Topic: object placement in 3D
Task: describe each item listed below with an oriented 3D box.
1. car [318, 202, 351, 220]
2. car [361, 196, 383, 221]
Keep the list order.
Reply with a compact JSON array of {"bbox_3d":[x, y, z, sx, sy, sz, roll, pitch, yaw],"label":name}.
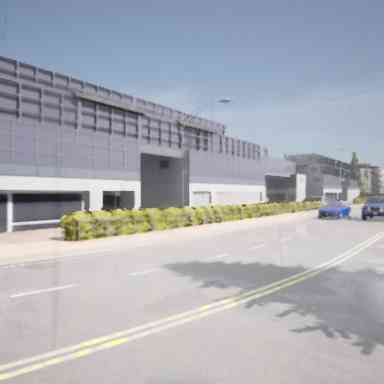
[{"bbox_3d":[12.932,1.636,30.026,1.882,1.535,5.008,-1,-1,38],"label":"car"},{"bbox_3d":[16.122,1.337,28.420,2.150,2.045,5.566,-1,-1,38],"label":"car"}]
